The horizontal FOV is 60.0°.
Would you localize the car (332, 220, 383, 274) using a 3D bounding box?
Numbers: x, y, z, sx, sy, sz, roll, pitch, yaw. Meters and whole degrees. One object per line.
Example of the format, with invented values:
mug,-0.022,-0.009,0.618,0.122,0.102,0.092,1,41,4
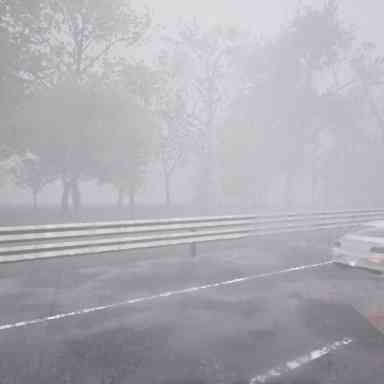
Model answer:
car,5.913,1.529,9.549,4.674,1.442,1.812,0,0,-34
